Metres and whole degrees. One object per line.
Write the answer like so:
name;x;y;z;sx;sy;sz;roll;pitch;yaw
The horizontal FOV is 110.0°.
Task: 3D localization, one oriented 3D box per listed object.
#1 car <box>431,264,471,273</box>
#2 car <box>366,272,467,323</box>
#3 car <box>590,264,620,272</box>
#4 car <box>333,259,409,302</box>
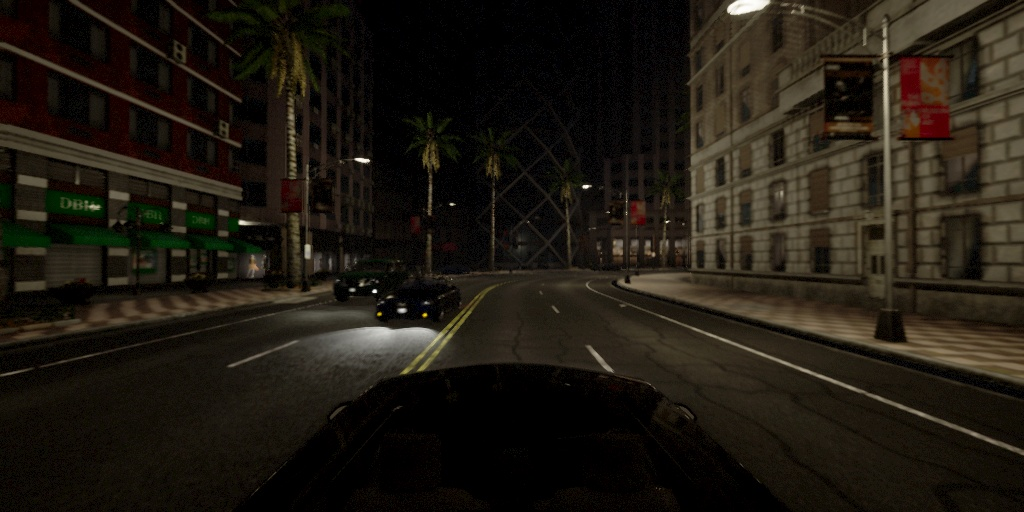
car;-7.679;1.662;44.635;2.033;1.411;5.357;0;-1;44
car;-3.103;1.448;12.724;1.994;1.385;4.181;0;0;6
car;15.513;1.982;59.553;5.357;1.411;2.033;0;-1;-28
car;-7.017;1.172;18.626;2.150;2.045;5.566;0;-1;1
